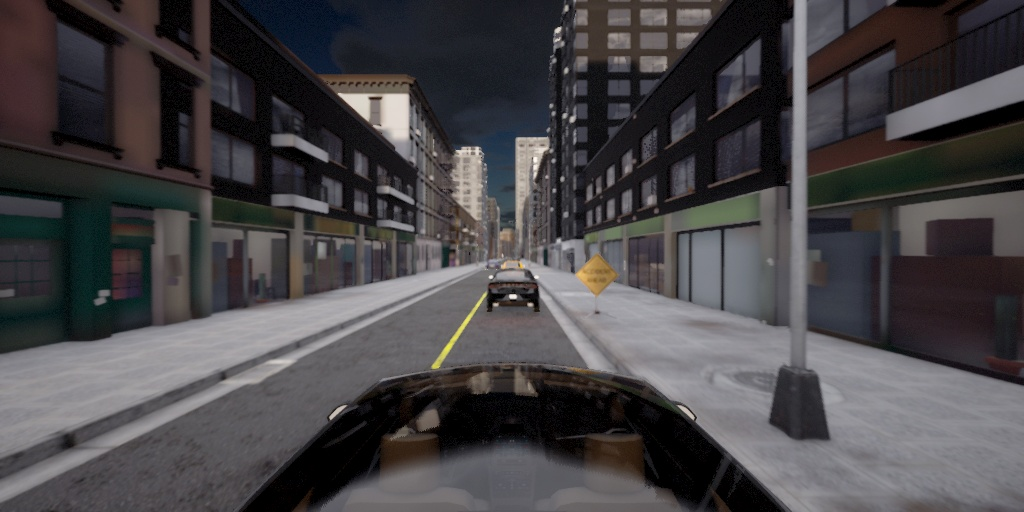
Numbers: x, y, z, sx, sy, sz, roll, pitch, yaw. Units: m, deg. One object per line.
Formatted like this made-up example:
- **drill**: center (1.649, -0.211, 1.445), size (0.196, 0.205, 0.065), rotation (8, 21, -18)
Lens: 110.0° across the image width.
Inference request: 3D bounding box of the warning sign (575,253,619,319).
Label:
- **warning sign**: center (2.517, 0.845, 10.693), size (1.300, 1.860, 1.060), rotation (0, 0, 0)

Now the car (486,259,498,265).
- **car**: center (-2.820, 1.173, 53.185), size (1.812, 1.442, 4.674), rotation (0, 0, 0)

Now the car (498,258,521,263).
- **car**: center (0.072, 1.166, 30.147), size (1.882, 1.535, 5.008), rotation (0, 0, 0)

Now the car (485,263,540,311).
- **car**: center (0.074, 1.199, 14.259), size (1.882, 1.535, 5.008), rotation (0, 0, 1)
